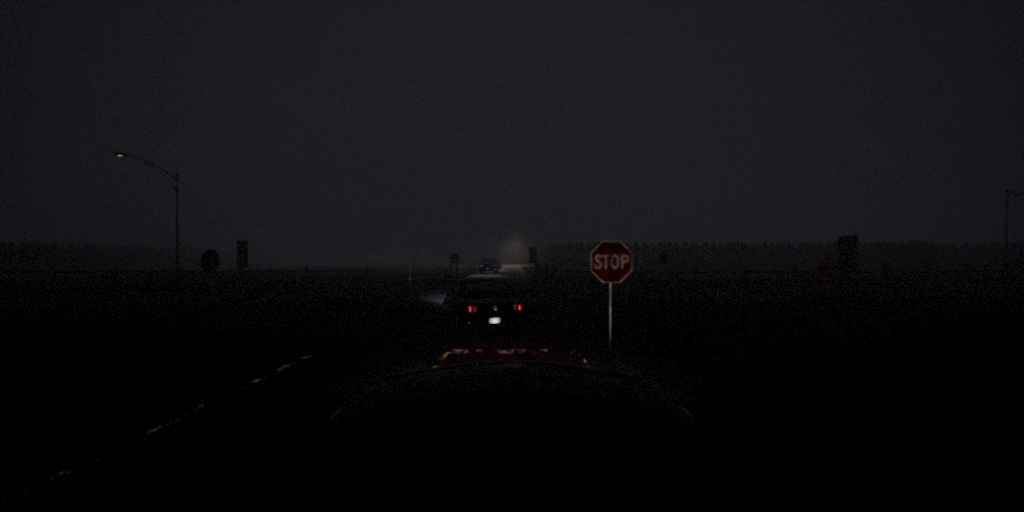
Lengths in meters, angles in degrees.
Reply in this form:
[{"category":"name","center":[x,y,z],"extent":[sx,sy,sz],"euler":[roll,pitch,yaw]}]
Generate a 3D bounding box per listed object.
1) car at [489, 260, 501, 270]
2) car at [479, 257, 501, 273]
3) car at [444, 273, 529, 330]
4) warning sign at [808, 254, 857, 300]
[{"category":"car","center":[-2.802,1.476,60.471],"extent":[1.837,1.490,4.892],"euler":[0,0,0]},{"category":"car","center":[-2.844,1.141,44.429],"extent":[2.150,2.045,5.566],"euler":[0,0,0]},{"category":"car","center":[-1.037,1.392,11.426],"extent":[1.895,1.301,4.718],"euler":[0,0,-15]},{"category":"warning sign","center":[14.062,0.942,15.940],"extent":[1.060,1.860,1.300],"euler":[0,0,-6]}]
